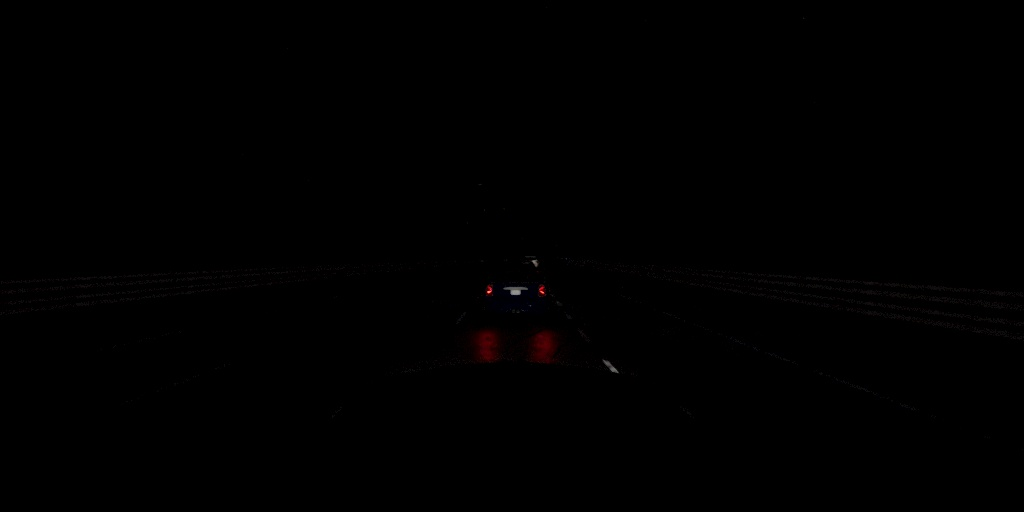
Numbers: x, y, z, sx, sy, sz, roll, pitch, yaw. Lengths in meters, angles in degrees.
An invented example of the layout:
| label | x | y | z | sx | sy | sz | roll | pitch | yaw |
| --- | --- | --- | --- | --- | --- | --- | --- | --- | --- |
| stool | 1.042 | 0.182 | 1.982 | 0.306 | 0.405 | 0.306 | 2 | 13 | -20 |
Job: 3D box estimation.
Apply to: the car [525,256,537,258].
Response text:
| label | x | y | z | sx | sy | sz | roll | pitch | yaw |
| --- | --- | --- | --- | --- | --- | --- | --- | --- | --- |
| car | 2.812 | 1.029 | 52.208 | 2.150 | 2.045 | 5.566 | 0 | 0 | 6 |

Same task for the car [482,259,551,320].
| label | x | y | z | sx | sy | sz | roll | pitch | yaw |
| --- | --- | --- | --- | --- | --- | --- | --- | --- | --- |
| car | 0.164 | 1.104 | 12.782 | 2.097 | 1.767 | 4.553 | 0 | 0 | 1 |
